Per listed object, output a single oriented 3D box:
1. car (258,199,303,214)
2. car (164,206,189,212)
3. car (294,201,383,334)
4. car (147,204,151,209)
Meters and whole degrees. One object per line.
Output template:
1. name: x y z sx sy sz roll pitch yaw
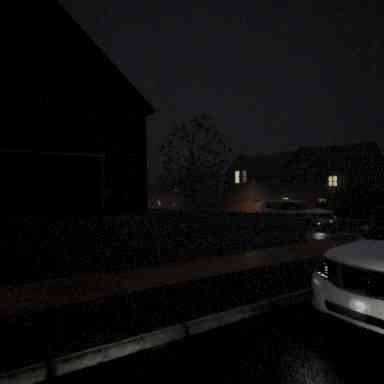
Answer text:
1. car: 7.098 1.550 23.087 2.150 2.045 5.566 -1 -1 -36
2. car: -1.950 2.223 35.659 1.812 1.442 4.674 -1 -1 -36
3. car: 4.665 1.222 5.996 5.566 2.045 2.150 0 0 -31
4. car: -7.837 2.341 48.811 2.097 1.767 4.553 -1 -1 -35
